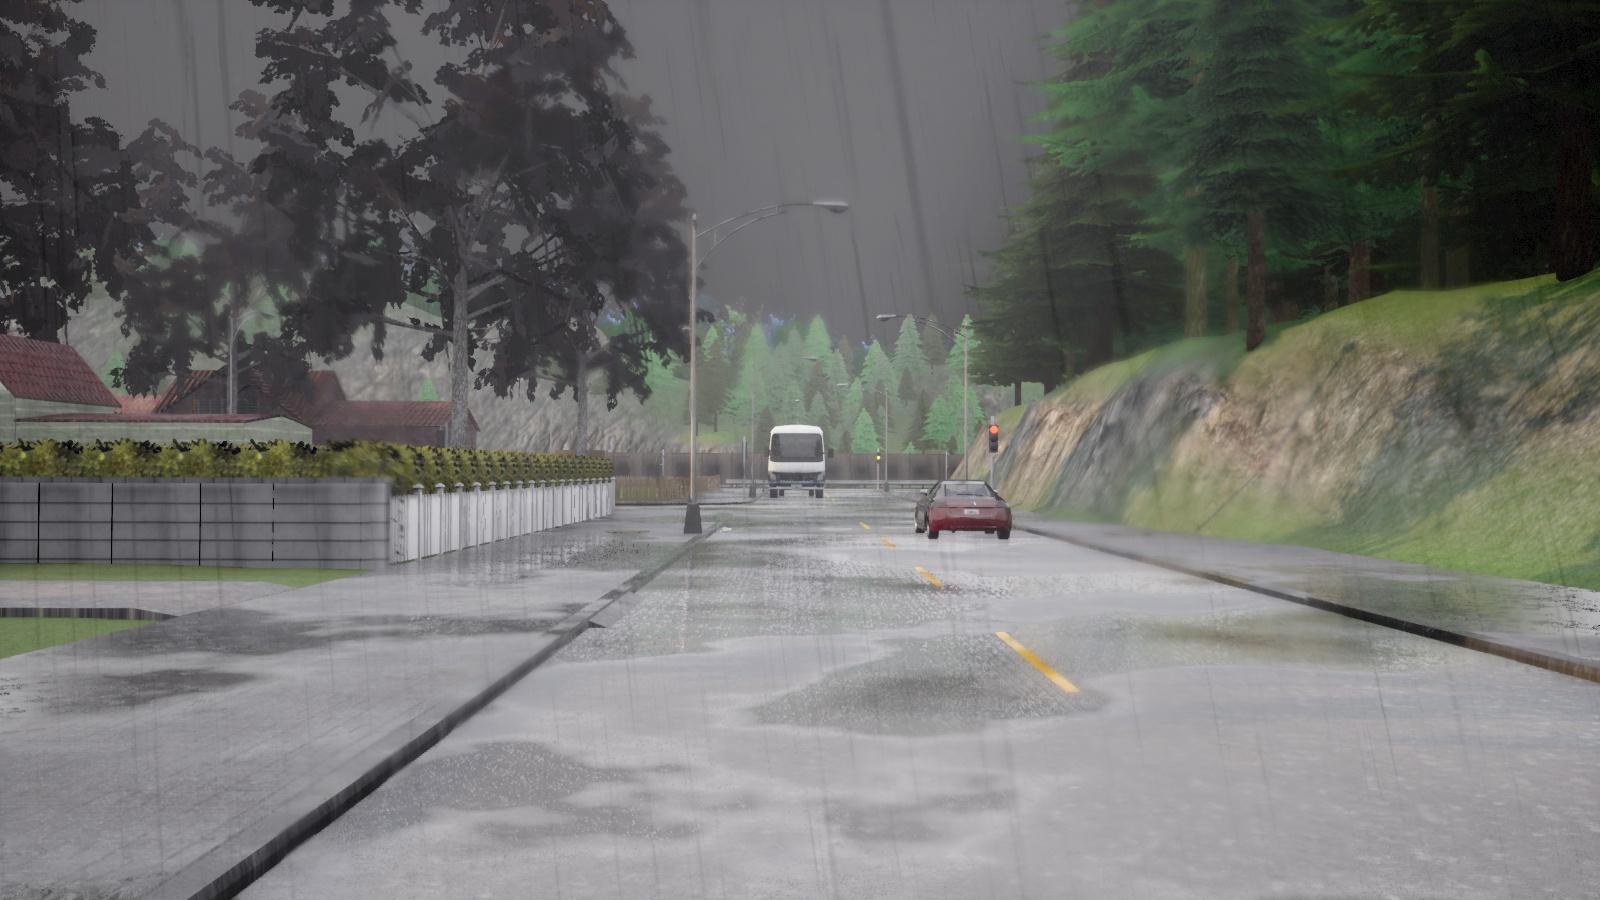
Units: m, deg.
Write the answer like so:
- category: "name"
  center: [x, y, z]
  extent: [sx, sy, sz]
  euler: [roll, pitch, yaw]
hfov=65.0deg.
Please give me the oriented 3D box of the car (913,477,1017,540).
- category: "car"
  center: [3.919, 1.374, 30.520]
  extent: [1.994, 1.385, 4.181]
  euler: [0, -1, 0]

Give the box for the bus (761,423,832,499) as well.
- category: "bus"
  center: [-0.192, 0.698, 75.175]
  extent: [3.944, 4.253, 10.273]
  euler: [0, -1, 0]
